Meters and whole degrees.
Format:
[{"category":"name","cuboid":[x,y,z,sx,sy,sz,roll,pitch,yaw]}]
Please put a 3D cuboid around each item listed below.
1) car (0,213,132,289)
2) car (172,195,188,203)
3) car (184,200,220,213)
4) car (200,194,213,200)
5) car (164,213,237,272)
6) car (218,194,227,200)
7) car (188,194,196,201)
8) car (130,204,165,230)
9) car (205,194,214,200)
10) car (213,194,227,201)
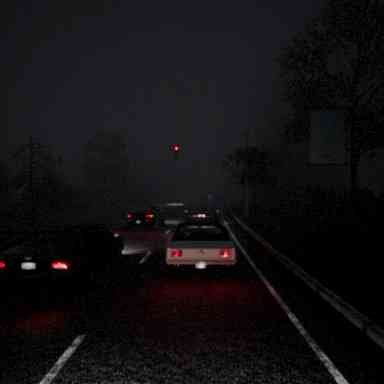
[{"category":"car","cuboid":[-3.266,1.537,9.184,2.033,1.411,5.357,0,0,0]},{"category":"car","cuboid":[-2.632,1.541,64.801,1.895,1.301,4.718,0,0,8]},{"category":"car","cuboid":[0.587,1.487,19.933,1.837,1.490,4.892,0,0,2]},{"category":"car","cuboid":[2.957,1.448,78.670,2.128,1.511,4.902,0,0,10]},{"category":"car","cuboid":[0.270,1.591,10.709,1.895,1.301,4.718,0,0,1]},{"category":"car","cuboid":[8.246,1.269,88.669,1.882,1.535,5.008,0,0,11]},{"category":"car","cuboid":[-0.338,1.276,80.203,2.097,1.767,4.553,0,0,9]},{"category":"car","cuboid":[-2.871,1.506,21.057,1.812,1.442,4.674,0,0,4]},{"category":"car","cuboid":[4.726,1.249,88.885,1.882,1.535,5.008,0,0,11]},{"category":"car","cuboid":[6.554,1.479,78.969,1.994,1.385,4.181,0,0,10]}]
